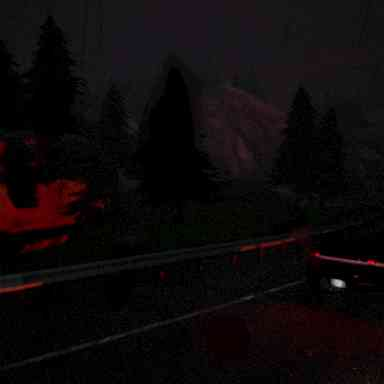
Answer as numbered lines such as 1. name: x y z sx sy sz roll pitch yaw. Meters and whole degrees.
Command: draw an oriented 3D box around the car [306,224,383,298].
1. car: 4.596 1.513 7.884 4.902 1.511 2.128 0 0 -41
